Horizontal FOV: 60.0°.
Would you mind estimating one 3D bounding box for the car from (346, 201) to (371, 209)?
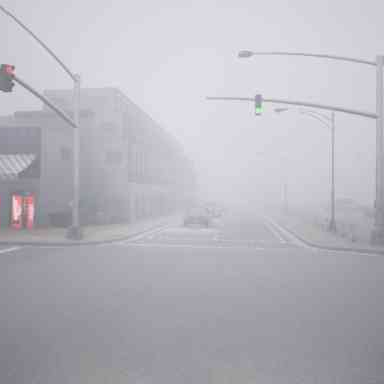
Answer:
[{"bbox_3d":[31.198,2.392,62.333,3.806,1.475,1.970,0,-1,8],"label":"car"}]

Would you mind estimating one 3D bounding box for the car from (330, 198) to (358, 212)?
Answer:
[{"bbox_3d":[21.400,1.806,45.087,3.866,1.878,1.905,0,-1,8],"label":"car"}]

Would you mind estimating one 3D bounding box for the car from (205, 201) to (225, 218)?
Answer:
[{"bbox_3d":[2.025,1.801,35.586,2.097,1.767,4.553,0,-1,9],"label":"car"}]

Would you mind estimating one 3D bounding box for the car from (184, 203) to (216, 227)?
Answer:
[{"bbox_3d":[0.555,1.849,25.775,1.812,1.442,4.674,0,-1,8],"label":"car"}]

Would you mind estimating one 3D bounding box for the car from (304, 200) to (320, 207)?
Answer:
[{"bbox_3d":[24.298,2.373,66.376,3.633,1.501,1.845,0,-1,8],"label":"car"}]

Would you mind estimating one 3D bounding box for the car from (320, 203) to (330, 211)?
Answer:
[{"bbox_3d":[21.421,1.861,48.021,4.605,1.855,1.932,0,-1,8],"label":"car"}]

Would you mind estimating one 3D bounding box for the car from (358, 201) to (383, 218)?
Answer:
[{"bbox_3d":[19.511,1.721,32.433,5.027,1.636,2.152,0,-1,8],"label":"car"}]
